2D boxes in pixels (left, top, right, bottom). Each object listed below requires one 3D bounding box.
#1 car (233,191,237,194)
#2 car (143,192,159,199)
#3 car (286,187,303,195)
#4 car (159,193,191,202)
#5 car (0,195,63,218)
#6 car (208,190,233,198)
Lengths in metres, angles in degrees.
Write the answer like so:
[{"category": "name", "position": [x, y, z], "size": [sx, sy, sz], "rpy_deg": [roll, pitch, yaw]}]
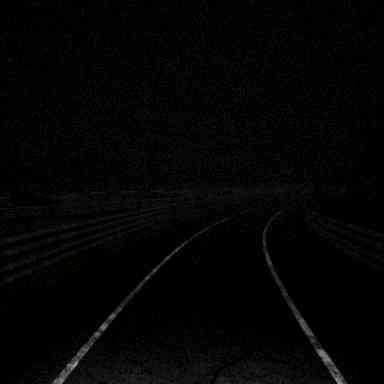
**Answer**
[{"category": "car", "position": [7.941, 0.242, 71.958], "size": [1.882, 1.535, 5.008], "rpy_deg": [1, 2, 42]}, {"category": "car", "position": [-6.048, 0.791, 56.361], "size": [1.837, 1.490, 4.892], "rpy_deg": [1, 2, 42]}, {"category": "car", "position": [24.177, -0.046, 79.578], "size": [1.812, 1.442, 4.674], "rpy_deg": [1, 2, 42]}, {"category": "car", "position": [-2.171, 0.943, 50.201], "size": [1.837, 1.490, 4.892], "rpy_deg": [1, 2, 42]}, {"category": "car", "position": [-16.317, 1.315, 34.427], "size": [2.150, 2.045, 5.566], "rpy_deg": [1, 2, 42]}, {"category": "car", "position": [5.230, 0.550, 63.694], "size": [1.895, 1.301, 4.718], "rpy_deg": [1, 2, 42]}]
